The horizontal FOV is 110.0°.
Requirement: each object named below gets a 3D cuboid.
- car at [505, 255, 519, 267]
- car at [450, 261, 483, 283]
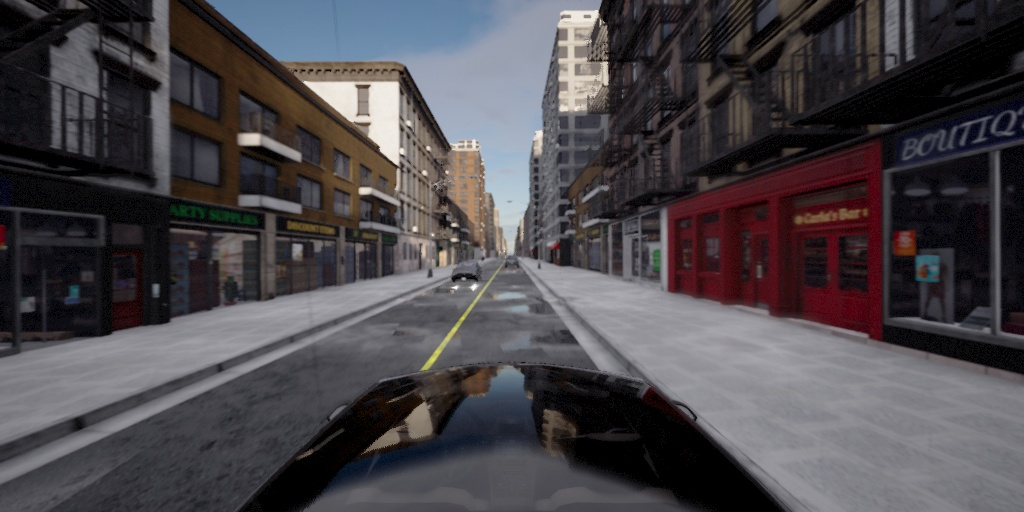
[{"bbox_3d":[0.013,0.761,49.706,2.128,1.511,4.902,0,1,0],"label":"car"},{"bbox_3d":[-3.141,1.079,25.965,2.033,1.411,5.357,0,1,0],"label":"car"}]
